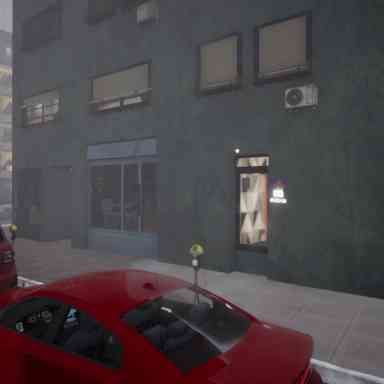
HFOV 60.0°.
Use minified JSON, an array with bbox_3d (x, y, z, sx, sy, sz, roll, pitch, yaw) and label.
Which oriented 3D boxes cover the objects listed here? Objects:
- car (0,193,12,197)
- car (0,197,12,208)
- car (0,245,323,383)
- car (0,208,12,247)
[{"bbox_3d":[-18.557,1.032,31.827,2.192,1.841,5.009,2,2,35],"label":"car"},{"bbox_3d":[-17.657,1.369,28.592,1.895,1.301,4.718,1,1,34],"label":"car"},{"bbox_3d":[-1.009,1.544,3.565,4.507,1.381,1.887,0,0,35],"label":"car"},{"bbox_3d":[-5.537,1.314,6.736,5.009,1.841,2.192,0,0,35],"label":"car"}]
